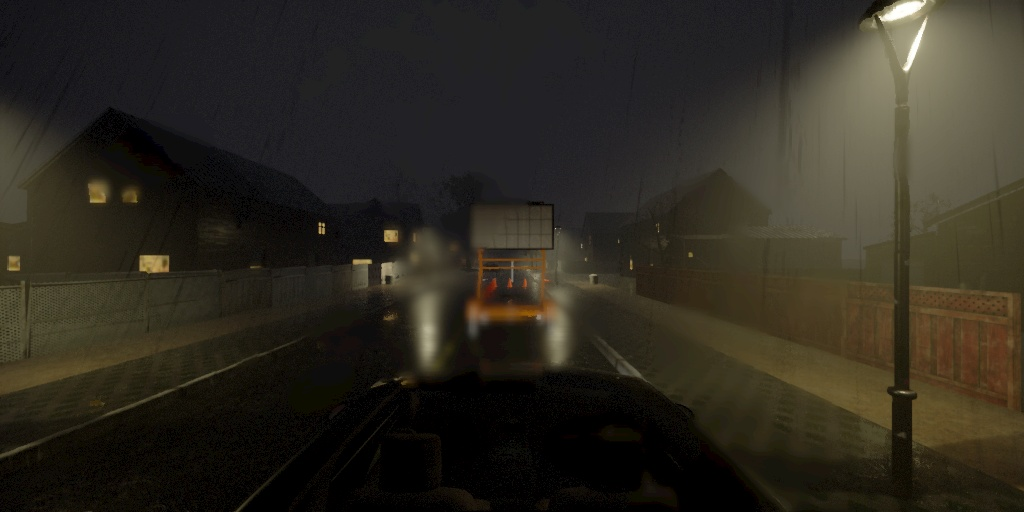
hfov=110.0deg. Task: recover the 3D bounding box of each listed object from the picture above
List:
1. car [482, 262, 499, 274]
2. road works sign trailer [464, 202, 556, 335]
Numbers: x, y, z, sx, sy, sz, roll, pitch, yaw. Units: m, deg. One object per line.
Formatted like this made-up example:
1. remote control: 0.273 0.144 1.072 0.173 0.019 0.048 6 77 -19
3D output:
1. car: -2.697 1.462 44.387 1.994 1.385 4.181 0 0 0
2. road works sign trailer: 0.012 0.220 10.535 2.380 3.560 2.880 0 0 0
